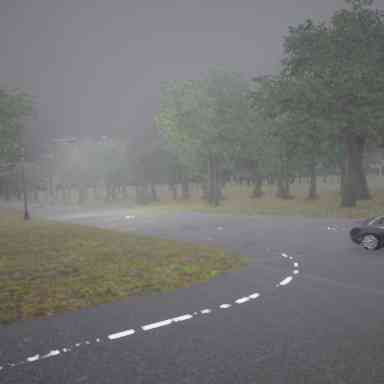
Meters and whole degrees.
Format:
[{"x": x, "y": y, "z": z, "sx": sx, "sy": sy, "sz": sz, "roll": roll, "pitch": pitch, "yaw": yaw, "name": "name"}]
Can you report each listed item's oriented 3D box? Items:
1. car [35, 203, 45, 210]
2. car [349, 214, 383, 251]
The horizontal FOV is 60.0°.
[{"x": -36.706, "y": 3.424, "z": 80.294, "sx": 2.033, "sy": 1.411, "sz": 5.357, "roll": -4, "pitch": 1, "yaw": -31, "name": "car"}, {"x": 8.401, "y": 1.489, "z": 12.250, "sx": 1.837, "sy": 1.490, "sz": 4.892, "roll": -2, "pitch": -2, "yaw": -36, "name": "car"}]
